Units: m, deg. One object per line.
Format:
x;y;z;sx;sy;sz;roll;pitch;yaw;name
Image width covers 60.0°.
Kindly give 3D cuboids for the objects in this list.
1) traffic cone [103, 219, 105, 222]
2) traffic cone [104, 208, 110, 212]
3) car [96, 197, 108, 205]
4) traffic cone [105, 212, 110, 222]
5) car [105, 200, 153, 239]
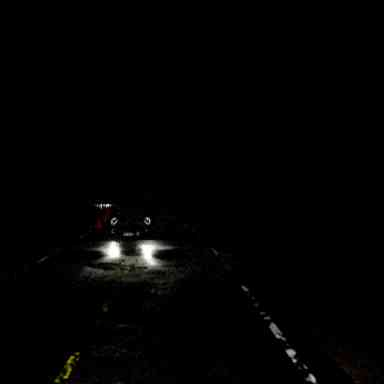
-5.939;2.012;21.290;0.340;0.580;0.340;0;0;-9;traffic cone
-7.781;2.037;30.933;0.340;0.580;0.340;0;0;-13;traffic cone
-17.040;1.738;63.861;1.994;1.385;4.181;0;0;-27;car
-6.779;2.024;26.127;0.340;0.580;0.340;0;0;-11;traffic cone
-3.184;1.400;17.751;2.097;1.767;4.553;0;0;-8;car
